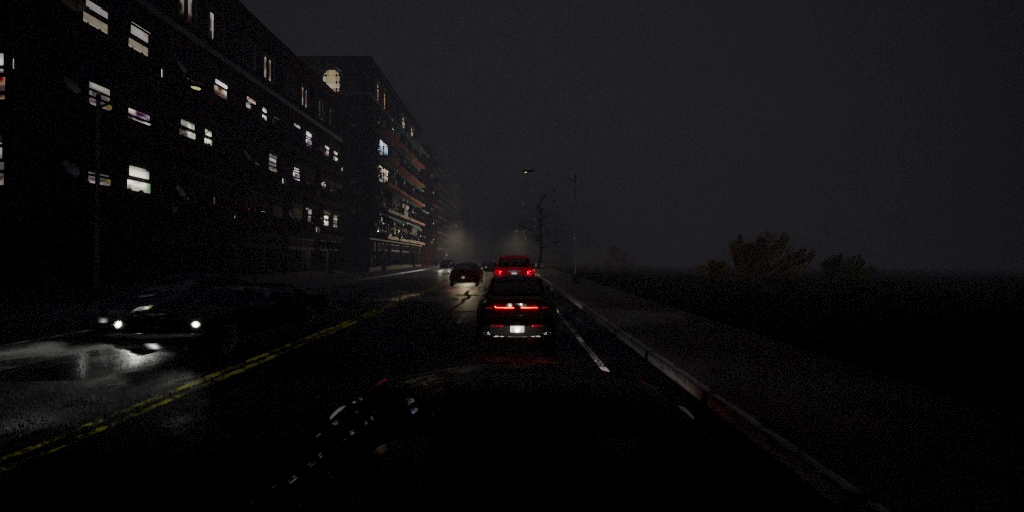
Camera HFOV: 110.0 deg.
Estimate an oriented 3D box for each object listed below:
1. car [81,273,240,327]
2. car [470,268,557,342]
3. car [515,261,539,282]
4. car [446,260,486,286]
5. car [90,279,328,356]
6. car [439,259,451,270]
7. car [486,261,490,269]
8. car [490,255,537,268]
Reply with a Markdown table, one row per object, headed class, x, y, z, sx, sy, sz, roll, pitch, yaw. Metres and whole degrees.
| class | x | y | z | sx | sy | sz | roll | pitch | yaw |
| --- | --- | --- | --- | --- | --- | --- | --- | --- | --- |
| car | -9.842 | 1.277 | 10.962 | 1.812 | 1.442 | 4.674 | 0 | 0 | 0 |
| car | 0.109 | 1.256 | 9.784 | 1.837 | 1.490 | 4.892 | 0 | 0 | 0 |
| car | 1.164 | 1.209 | 30.538 | 1.801 | 1.575 | 5.366 | 0 | 0 | 0 |
| car | -3.128 | 1.231 | 25.434 | 1.882 | 1.535 | 5.008 | 0 | 0 | 0 |
| car | -6.592 | 1.352 | 8.799 | 1.895 | 1.301 | 4.718 | 0 | 0 | 0 |
| car | -9.795 | 1.258 | 54.329 | 1.837 | 1.490 | 4.892 | 0 | 0 | 0 |
| car | -3.114 | 1.317 | 45.101 | 1.994 | 1.385 | 4.181 | 0 | 0 | 0 |
| car | 0.117 | 0.975 | 20.131 | 2.150 | 2.045 | 5.566 | 0 | 0 | 0 |
